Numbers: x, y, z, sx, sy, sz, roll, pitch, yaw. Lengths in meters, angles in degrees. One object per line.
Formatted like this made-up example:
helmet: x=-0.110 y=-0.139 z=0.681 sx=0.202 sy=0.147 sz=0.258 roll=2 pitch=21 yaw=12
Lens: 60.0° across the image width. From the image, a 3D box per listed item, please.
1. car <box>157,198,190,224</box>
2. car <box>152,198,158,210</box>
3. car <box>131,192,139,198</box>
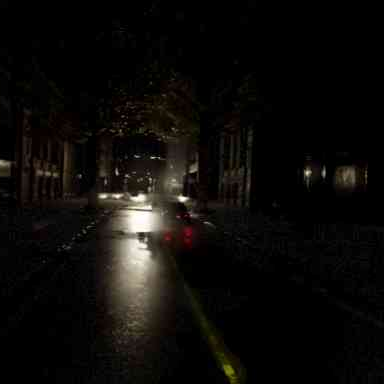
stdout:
car: x=-1.245 y=1.413 z=23.928 sx=1.812 sy=1.442 sz=4.674 roll=2 pitch=0 yaw=-9
car: x=-3.681 y=1.357 z=38.402 sx=1.895 sy=1.301 sz=4.718 roll=2 pitch=0 yaw=-9
car: x=-14.972 y=0.769 z=87.336 sx=1.994 sy=1.385 sz=4.181 roll=2 pitch=0 yaw=-10
